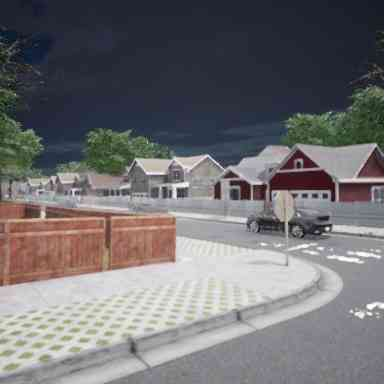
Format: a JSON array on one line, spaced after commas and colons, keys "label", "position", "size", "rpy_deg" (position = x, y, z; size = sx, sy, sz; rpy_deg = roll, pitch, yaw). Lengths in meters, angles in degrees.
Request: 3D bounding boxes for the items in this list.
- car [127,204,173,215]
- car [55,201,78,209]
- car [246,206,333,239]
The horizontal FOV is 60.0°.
[{"label": "car", "position": [-3.089, 1.652, 23.987], "size": [1.837, 1.490, 4.892], "rpy_deg": [-2, 1, -36]}, {"label": "car", "position": [-15.891, 1.820, 41.935], "size": [1.994, 1.385, 4.181], "rpy_deg": [-2, 0, -35]}, {"label": "car", "position": [5.037, 1.524, 17.836], "size": [1.837, 1.490, 4.892], "rpy_deg": [-1, 0, -36]}]
